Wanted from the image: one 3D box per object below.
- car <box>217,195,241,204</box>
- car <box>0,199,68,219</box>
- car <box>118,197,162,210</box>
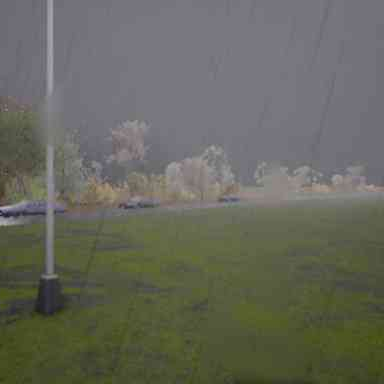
[{"bbox_3d":[5.893,1.092,52.428,1.895,1.301,4.718,1,1,37],"label":"car"},{"bbox_3d":[-12.875,1.315,26.973,2.033,1.411,5.357,1,1,36],"label":"car"},{"bbox_3d":[-5.647,1.212,36.824,2.033,1.411,5.357,1,1,36],"label":"car"}]
